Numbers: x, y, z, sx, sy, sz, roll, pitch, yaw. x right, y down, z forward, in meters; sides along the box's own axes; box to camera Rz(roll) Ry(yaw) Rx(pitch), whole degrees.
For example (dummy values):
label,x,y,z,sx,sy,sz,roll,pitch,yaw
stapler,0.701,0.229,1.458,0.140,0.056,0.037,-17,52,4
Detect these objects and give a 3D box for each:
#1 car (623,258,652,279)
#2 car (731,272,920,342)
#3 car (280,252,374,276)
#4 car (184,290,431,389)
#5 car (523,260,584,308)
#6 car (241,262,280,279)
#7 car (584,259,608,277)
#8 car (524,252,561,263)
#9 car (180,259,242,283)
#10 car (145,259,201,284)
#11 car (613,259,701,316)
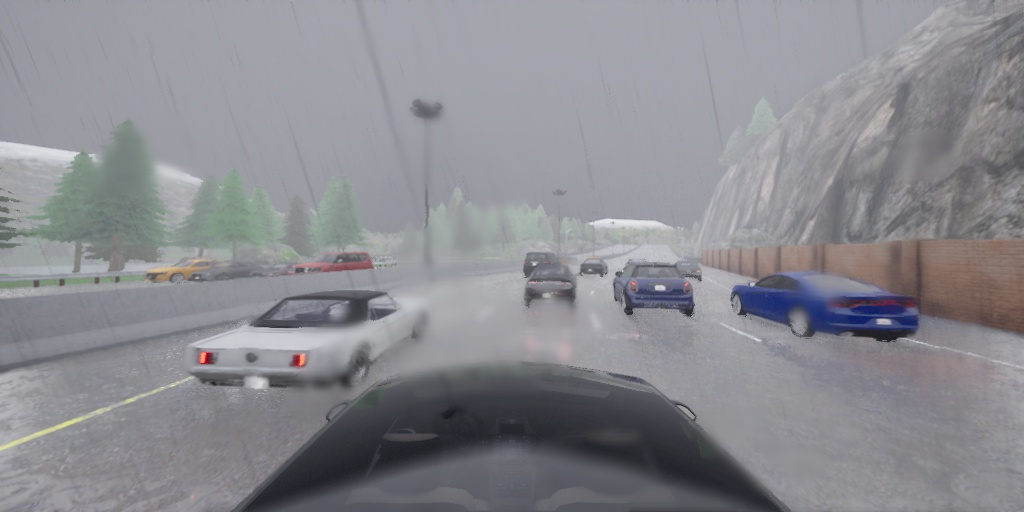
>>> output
label,x,y,z,sx,sy,sz,roll,pitch,yaw
car,10.636,0.978,30.248,2.128,1.511,4.902,0,1,22
car,7.876,1.161,9.726,1.882,1.535,5.008,0,0,8
car,-10.998,0.752,22.336,2.150,2.045,5.566,0,1,16
car,-3.048,1.297,6.744,1.895,1.301,4.718,0,1,4
car,1.707,1.120,14.510,2.128,1.511,4.902,0,1,11
car,-14.375,1.083,23.008,1.994,1.385,4.181,0,1,16
car,7.123,0.952,30.924,1.882,1.535,5.008,0,1,21
car,2.640,0.707,29.105,2.150,2.045,5.566,0,1,21
car,-17.993,1.078,23.004,1.994,1.385,4.181,0,1,15
car,-21.306,0.975,24.151,1.882,1.535,5.008,0,1,16
car,4.983,0.997,13.180,2.097,1.767,4.553,0,1,10
